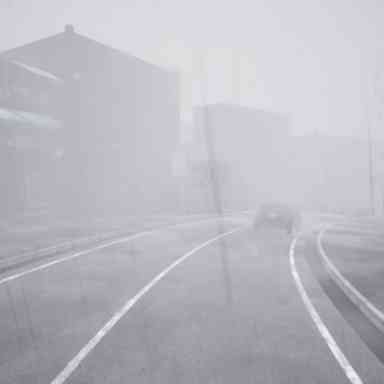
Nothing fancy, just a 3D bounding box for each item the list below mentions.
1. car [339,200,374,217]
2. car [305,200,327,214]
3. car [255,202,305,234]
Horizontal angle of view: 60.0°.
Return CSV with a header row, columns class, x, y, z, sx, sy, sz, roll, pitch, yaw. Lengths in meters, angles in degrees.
class,x,y,z,sx,sy,sz,roll,pitch,yaw
car,18.058,1.713,36.323,4.553,1.767,2.097,1,3,-41
car,13.344,1.625,37.101,4.181,1.385,1.994,1,3,-42
car,5.397,1.419,20.461,2.097,1.767,4.553,3,1,25
